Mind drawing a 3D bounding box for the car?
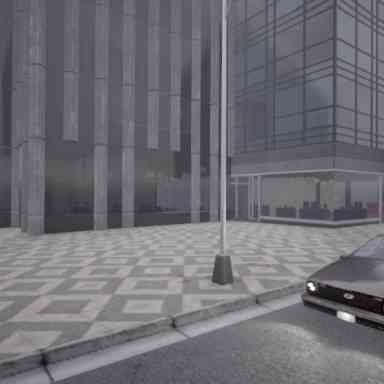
[{"bbox_3d":[4.524,1.548,6.749,5.357,1.411,2.033,0,0,-37],"label":"car"}]
